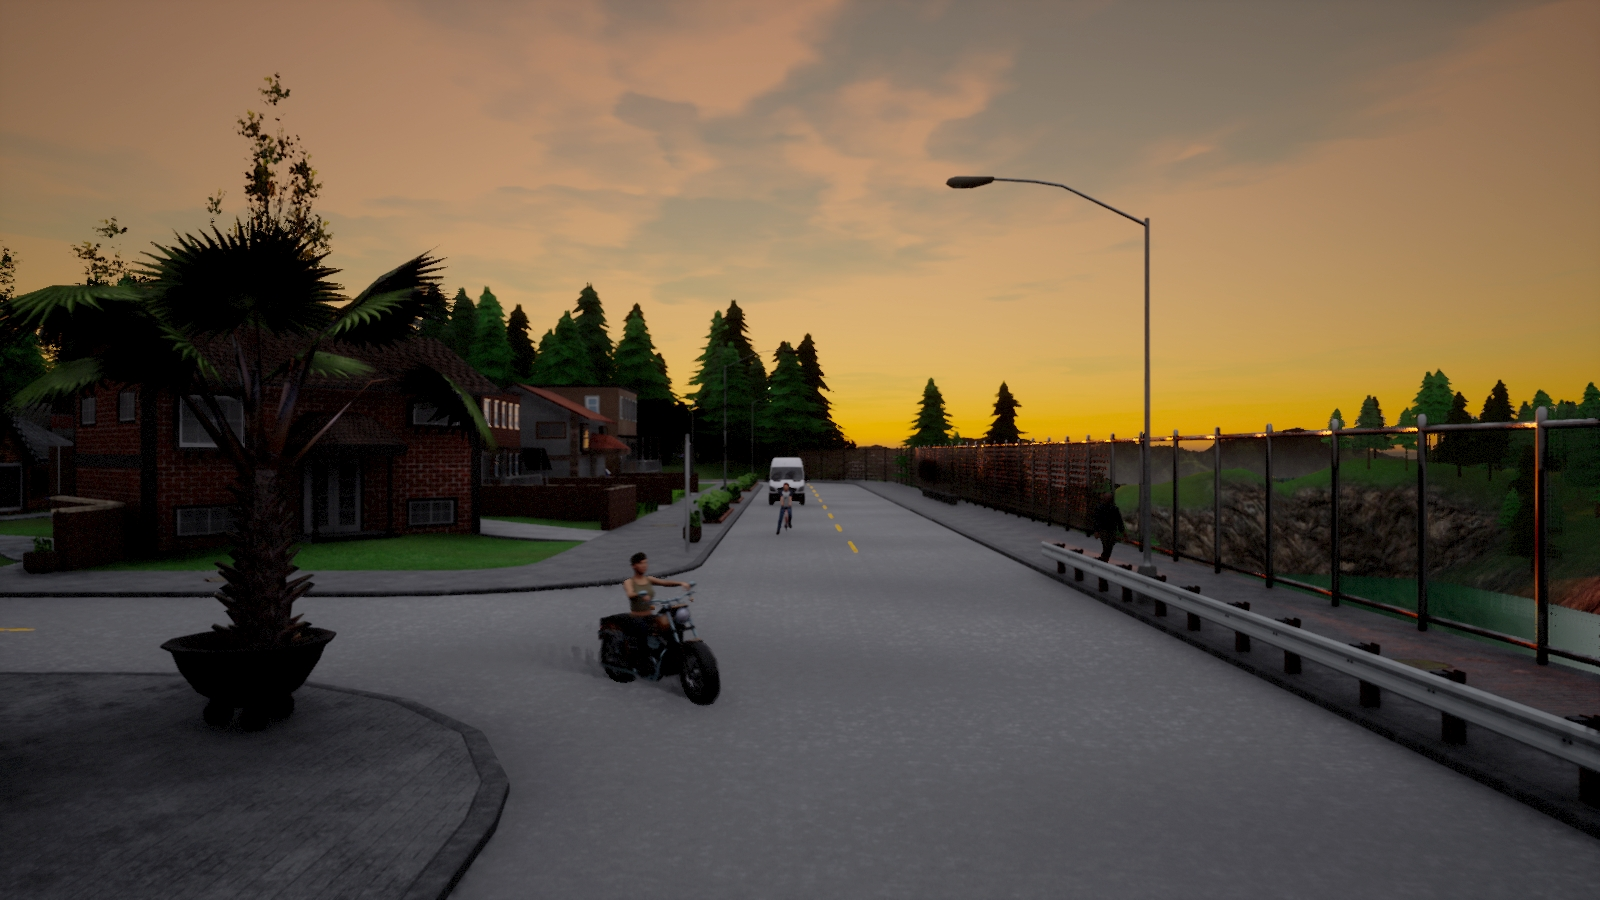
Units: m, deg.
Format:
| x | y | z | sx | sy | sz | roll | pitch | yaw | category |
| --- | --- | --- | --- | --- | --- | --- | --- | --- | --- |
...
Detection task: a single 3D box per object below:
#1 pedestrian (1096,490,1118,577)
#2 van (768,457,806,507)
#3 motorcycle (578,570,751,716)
| x | y | z | sx | sy | sz | roll | pitch | yaw | category |
| --- | --- | --- | --- | --- | --- | --- | --- | --- | --- |
| 6.669 | 1.813 | 24.840 | 0.375 | 1.860 | 0.375 | 0 | 0 | -1 | pedestrian |
| -0.721 | 1.701 | 63.078 | 1.988 | 2.561 | 5.915 | 0 | 0 | -1 | van |
| -1.637 | 2.194 | 13.430 | 0.764 | 1.307 | 2.356 | -3 | 2 | -42 | motorcycle |
